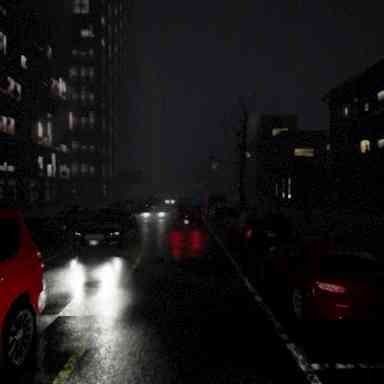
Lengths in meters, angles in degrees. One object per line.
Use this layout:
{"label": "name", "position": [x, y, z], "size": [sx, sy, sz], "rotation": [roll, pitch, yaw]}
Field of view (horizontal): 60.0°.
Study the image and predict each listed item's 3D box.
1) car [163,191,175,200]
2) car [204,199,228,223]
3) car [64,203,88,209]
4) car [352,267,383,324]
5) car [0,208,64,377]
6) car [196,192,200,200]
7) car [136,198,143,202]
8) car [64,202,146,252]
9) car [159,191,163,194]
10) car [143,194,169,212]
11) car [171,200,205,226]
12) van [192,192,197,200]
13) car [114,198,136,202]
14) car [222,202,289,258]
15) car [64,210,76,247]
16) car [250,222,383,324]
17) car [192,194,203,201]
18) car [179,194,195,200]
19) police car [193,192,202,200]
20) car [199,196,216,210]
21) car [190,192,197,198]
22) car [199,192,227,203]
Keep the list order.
{"label": "car", "position": [-4.689, 0.924, 72.714], "size": [2.128, 1.511, 4.902], "rotation": [0, 0, -1]}
{"label": "car", "position": [2.178, 1.400, 23.434], "size": [2.008, 1.369, 4.403], "rotation": [0, 0, -1]}
{"label": "car", "position": [-6.069, 1.374, 17.691], "size": [1.967, 1.590, 4.097], "rotation": [0, 0, -1]}
{"label": "car", "position": [2.700, 1.522, 1.254], "size": [1.887, 1.381, 4.507], "rotation": [0, 0, -1]}
{"label": "car", "position": [-3.134, 1.226, 2.585], "size": [2.150, 2.045, 5.566], "rotation": [0, 0, -1]}
{"label": "car", "position": [1.918, 1.095, 34.524], "size": [2.192, 1.841, 5.009], "rotation": [0, 0, -1]}
{"label": "car", "position": [-6.462, 1.413, 34.328], "size": [1.802, 1.307, 4.206], "rotation": [0, 0, -1]}
{"label": "car", "position": [-3.392, 1.429, 13.794], "size": [2.128, 1.511, 4.902], "rotation": [0, 1, -1]}
{"label": "car", "position": [-7.768, 0.737, 89.772], "size": [2.192, 1.841, 5.009], "rotation": [1, 0, -1]}
{"label": "car", "position": [-3.814, 1.317, 35.338], "size": [1.837, 1.490, 4.892], "rotation": [0, 0, -1]}
{"label": "car", "position": [-0.390, 1.475, 22.015], "size": [1.895, 1.301, 4.718], "rotation": [0, 0, -1]}
{"label": "van", "position": [1.264, 0.926, 62.248], "size": [1.690, 1.788, 3.998], "rotation": [0, 0, -1]}
{"label": "car", "position": [-6.332, 1.448, 28.781], "size": [1.802, 1.307, 4.206], "rotation": [0, 0, -1]}
{"label": "car", "position": [2.439, 1.355, 12.345], "size": [1.967, 1.590, 4.097], "rotation": [0, 0, -1]}
{"label": "car", "position": [-5.939, 1.548, 12.148], "size": [1.802, 1.307, 4.206], "rotation": [0, 0, -1]}
{"label": "car", "position": [2.569, 1.528, 6.798], "size": [1.802, 1.307, 4.206], "rotation": [0, 0, -1]}
{"label": "car", "position": [1.131, 1.109, 67.794], "size": [1.947, 1.339, 4.313], "rotation": [0, 0, -1]}
{"label": "car", "position": [-0.914, 1.332, 44.019], "size": [1.895, 1.301, 4.718], "rotation": [0, 0, -1]}
{"label": "police car", "position": [1.180, 0.886, 78.389], "size": [1.930, 1.638, 5.238], "rotation": [0, 0, -1]}
{"label": "car", "position": [1.782, 1.267, 40.240], "size": [1.752, 1.417, 4.829], "rotation": [0, 0, -1]}
{"label": "car", "position": [0.473, 0.850, 95.686], "size": [1.752, 1.417, 4.829], "rotation": [0, 0, -1]}
{"label": "car", "position": [2.048, 1.130, 28.977], "size": [2.192, 1.841, 5.009], "rotation": [0, 0, -1]}
